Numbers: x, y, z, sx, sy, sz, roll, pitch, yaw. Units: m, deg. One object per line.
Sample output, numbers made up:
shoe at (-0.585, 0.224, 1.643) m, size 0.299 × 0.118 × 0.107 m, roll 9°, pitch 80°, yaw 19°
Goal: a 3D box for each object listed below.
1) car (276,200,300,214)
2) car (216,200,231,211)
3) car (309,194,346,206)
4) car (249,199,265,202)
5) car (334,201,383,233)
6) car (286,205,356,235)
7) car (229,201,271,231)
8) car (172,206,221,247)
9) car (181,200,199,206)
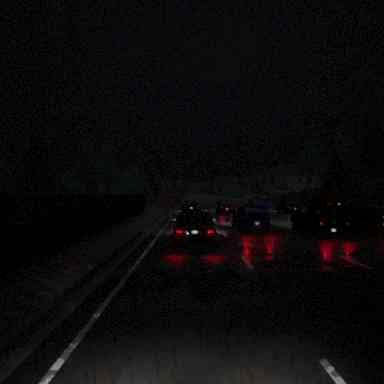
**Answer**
car at (10.614, 1.560, 36.495) m, size 1.812 × 1.442 × 4.674 m, roll 0°, pitch 0°, yaw 0°
car at (3.614, 1.561, 36.507) m, size 1.812 × 1.442 × 4.674 m, roll 0°, pitch 0°, yaw 0°
car at (14.102, 1.254, 34.580) m, size 2.150 × 2.045 × 5.566 m, roll 0°, pitch 0°, yaw 0°
car at (7.115, 1.513, 37.033) m, size 1.882 × 1.535 × 5.008 m, roll 0°, pitch 0°, yaw 0°
car at (10.608, 1.524, 19.884) m, size 1.837 × 1.490 × 4.892 m, roll 0°, pitch 0°, yaw 0°
car at (7.108, 1.619, 18.894) m, size 1.895 × 1.301 × 4.718 m, roll 0°, pitch 0°, yaw 0°
car at (3.608, 1.545, 20.693) m, size 1.812 × 1.442 × 4.674 m, roll 0°, pitch 0°, yaw 0°
car at (0.106, 1.562, 15.039) m, size 2.033 × 1.411 × 5.357 m, roll 0°, pitch 0°, yaw 0°
car at (-0.202, 1.598, 36.022) m, size 1.994 × 1.385 × 4.181 m, roll 0°, pitch 0°, yaw -4°
